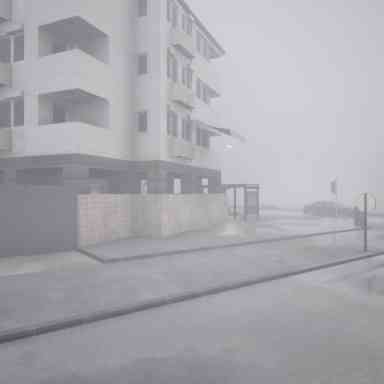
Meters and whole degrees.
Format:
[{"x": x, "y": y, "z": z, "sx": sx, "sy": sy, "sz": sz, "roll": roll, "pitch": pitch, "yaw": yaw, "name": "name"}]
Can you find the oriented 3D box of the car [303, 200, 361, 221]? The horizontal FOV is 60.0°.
[{"x": 11.776, "y": 1.478, "z": 27.920, "sx": 1.882, "sy": 1.535, "sz": 5.008, "roll": 0, "pitch": 0, "yaw": -36, "name": "car"}]
